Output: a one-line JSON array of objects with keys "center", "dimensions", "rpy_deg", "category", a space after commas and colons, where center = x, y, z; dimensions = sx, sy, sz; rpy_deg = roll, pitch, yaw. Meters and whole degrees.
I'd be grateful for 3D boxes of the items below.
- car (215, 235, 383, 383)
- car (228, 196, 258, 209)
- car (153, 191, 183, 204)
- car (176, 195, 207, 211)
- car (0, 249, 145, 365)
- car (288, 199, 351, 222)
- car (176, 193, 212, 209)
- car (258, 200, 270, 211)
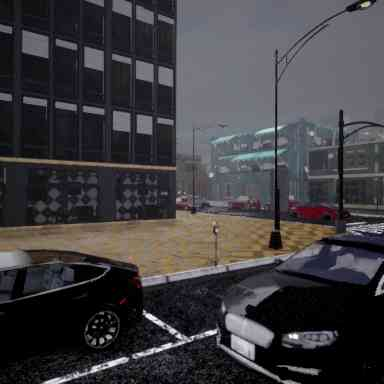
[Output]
[{"center": [2.573, 1.493, 5.180], "dimensions": [4.902, 1.511, 2.128], "rpy_deg": [0, 0, -35], "category": "car"}, {"center": [5.997, 1.130, 38.639], "dimensions": [1.967, 1.590, 4.097], "rpy_deg": [1, 0, -36], "category": "car"}, {"center": [-3.831, 0.793, 52.060], "dimensions": [2.192, 1.841, 5.009], "rpy_deg": [1, 0, -36], "category": "car"}, {"center": [-0.765, 1.230, 33.686], "dimensions": [1.802, 1.307, 4.206], "rpy_deg": [1, 0, -36], "category": "car"}, {"center": [-2.753, 1.566, 4.592], "dimensions": [4.313, 1.339, 1.947], "rpy_deg": [0, 0, -35], "category": "car"}, {"center": [9.346, 1.391, 24.419], "dimensions": [1.994, 1.385, 4.181], "rpy_deg": [0, 1, -39], "category": "car"}, {"center": [-0.081, 1.179, 37.123], "dimensions": [2.033, 1.411, 5.357], "rpy_deg": [0, 0, -36], "category": "car"}, {"center": [9.273, 1.340, 34.163], "dimensions": [1.802, 1.307, 4.206], "rpy_deg": [1, 0, -36], "category": "car"}]
